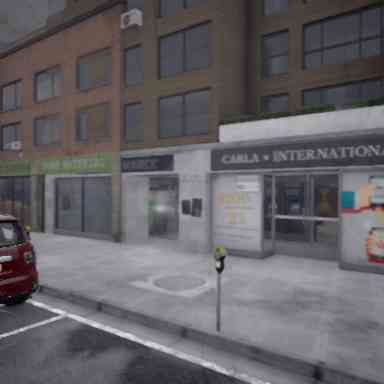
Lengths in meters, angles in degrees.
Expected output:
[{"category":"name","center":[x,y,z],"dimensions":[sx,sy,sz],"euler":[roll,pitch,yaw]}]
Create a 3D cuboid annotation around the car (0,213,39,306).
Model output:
[{"category":"car","center":[-5.138,1.326,6.733],"dimensions":[5.009,1.841,2.192],"euler":[0,0,35]}]
